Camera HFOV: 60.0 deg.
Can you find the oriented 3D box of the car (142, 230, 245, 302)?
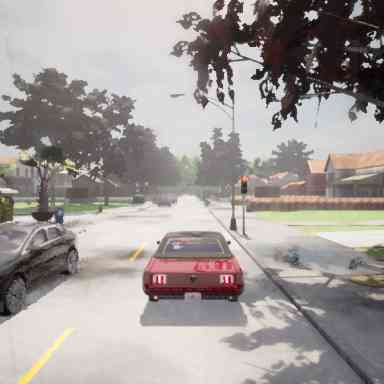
[{"bbox_3d":[0.042,1.601,8.226,1.895,1.301,4.718,0,0,1],"label":"car"}]

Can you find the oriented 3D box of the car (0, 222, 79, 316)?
[{"bbox_3d":[-4.108,1.491,7.555,2.128,1.511,4.902,0,0,0],"label":"car"}]

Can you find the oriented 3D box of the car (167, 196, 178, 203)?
[{"bbox_3d":[-4.080,1.540,71.205,2.033,1.411,5.357,0,0,0],"label":"car"}]

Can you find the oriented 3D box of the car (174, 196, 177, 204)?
[{"bbox_3d":[-4.135,1.564,60.844,1.994,1.385,4.181,0,0,0],"label":"car"}]

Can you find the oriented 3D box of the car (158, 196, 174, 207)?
[{"bbox_3d":[-4.154,1.601,50.852,1.895,1.301,4.718,0,0,0],"label":"car"}]
